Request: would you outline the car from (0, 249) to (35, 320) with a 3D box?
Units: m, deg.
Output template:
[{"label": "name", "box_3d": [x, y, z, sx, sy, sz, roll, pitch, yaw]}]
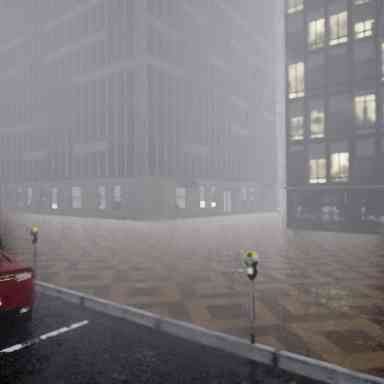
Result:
[{"label": "car", "box_3d": [-4.792, 1.545, 6.302, 4.507, 1.381, 1.887, 0, -1, 36]}]
